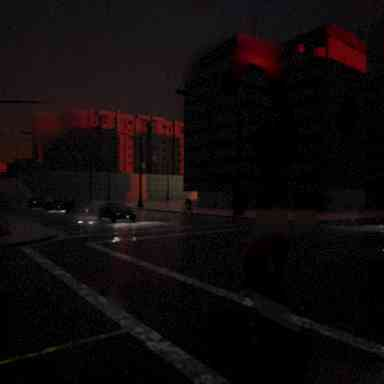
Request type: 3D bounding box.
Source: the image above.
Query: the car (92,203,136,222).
[{"bbox_3d":[-6.238,1.598,27.048,1.812,1.442,4.674,0,0,-36],"label":"car"}]

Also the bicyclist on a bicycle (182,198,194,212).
[{"bbox_3d":[-0.489,1.449,37.790,1.656,1.620,0.582,0,0,-36],"label":"bicyclist on a bicycle"}]

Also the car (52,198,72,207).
[{"bbox_3d":[-20.903,1.698,53.332,1.895,1.301,4.718,0,0,-36],"label":"car"}]

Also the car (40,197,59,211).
[{"bbox_3d":[-17.563,1.637,42.525,1.994,1.385,4.181,0,0,-36],"label":"car"}]

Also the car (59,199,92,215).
[{"bbox_3d":[-11.740,1.564,34.563,2.128,1.511,4.902,0,0,-36],"label":"car"}]

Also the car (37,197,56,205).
[{"bbox_3d":[-27.037,1.644,61.592,2.033,1.411,5.357,0,0,-36],"label":"car"}]

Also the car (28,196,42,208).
[{"bbox_3d":[-23.402,1.425,50.566,2.097,1.767,4.553,0,0,-36],"label":"car"}]
